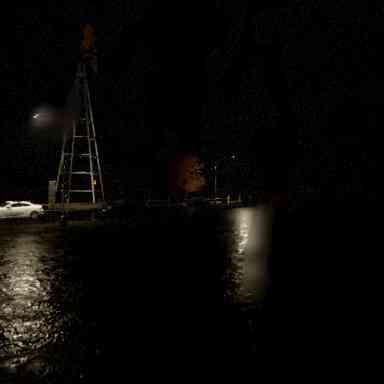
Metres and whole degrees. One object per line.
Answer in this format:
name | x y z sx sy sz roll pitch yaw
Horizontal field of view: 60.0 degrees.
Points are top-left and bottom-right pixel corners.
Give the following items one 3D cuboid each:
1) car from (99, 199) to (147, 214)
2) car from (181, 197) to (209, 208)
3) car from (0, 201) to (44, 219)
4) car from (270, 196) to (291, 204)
car | -7.060 1.426 34.841 2.033 1.411 5.357 1 1 37
car | 0.443 1.364 44.539 1.812 1.442 4.674 1 1 38
car | -13.963 1.442 25.823 1.812 1.442 4.674 1 1 39
car | 15.880 1.358 59.367 2.033 1.411 5.357 1 1 40
